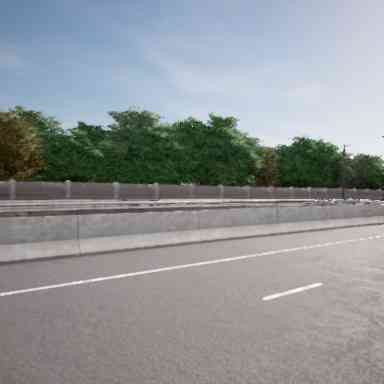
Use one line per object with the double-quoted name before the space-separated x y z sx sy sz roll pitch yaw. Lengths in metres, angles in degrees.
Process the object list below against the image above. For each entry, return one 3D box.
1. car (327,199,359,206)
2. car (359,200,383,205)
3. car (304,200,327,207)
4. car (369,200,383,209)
"car" 18.166 1.638 38.428 4.892 1.490 1.837 1 0 -35
"car" 20.218 1.689 35.594 4.674 1.442 1.812 1 0 -35
"car" 16.134 1.651 41.277 5.357 1.411 2.033 1 0 -35
"car" 29.095 1.892 50.473 4.718 1.301 1.895 1 0 -35
